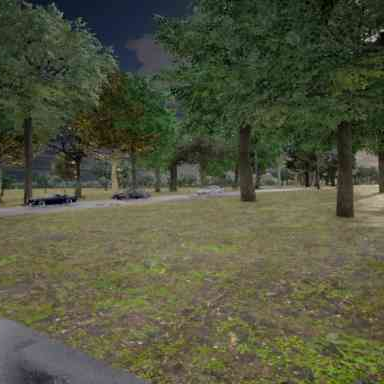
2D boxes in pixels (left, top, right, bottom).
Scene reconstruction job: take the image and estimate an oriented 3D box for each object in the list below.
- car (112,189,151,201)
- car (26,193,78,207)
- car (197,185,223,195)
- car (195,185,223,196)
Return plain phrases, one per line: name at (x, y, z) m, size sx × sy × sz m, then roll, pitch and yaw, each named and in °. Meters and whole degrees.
car at (-7.574, 0.306, 42.212) m, size 2.033 × 1.411 × 5.357 m, roll -1°, pitch 2°, yaw 37°
car at (-14.159, 0.784, 33.652) m, size 1.895 × 1.301 × 4.718 m, roll -1°, pitch 2°, yaw 38°
car at (3.116, -0.389, 56.028) m, size 1.837 × 1.490 × 4.892 m, roll -1°, pitch 1°, yaw 38°
car at (2.597, -0.124, 49.367) m, size 1.895 × 1.301 × 4.718 m, roll -1°, pitch 2°, yaw 37°
